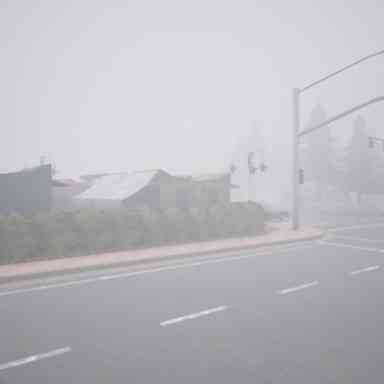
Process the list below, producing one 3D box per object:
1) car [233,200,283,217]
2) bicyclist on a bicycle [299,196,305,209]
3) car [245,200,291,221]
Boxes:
[{"bbox_3d":[6.304,1.530,32.116,1.812,1.442,4.674,0,0,-37],"label":"car"},{"bbox_3d":[13.439,1.308,40.866,1.656,1.620,0.582,0,0,-37],"label":"bicyclist on a bicycle"},{"bbox_3d":[5.444,1.551,27.406,2.033,1.411,5.357,0,0,-37],"label":"car"}]
